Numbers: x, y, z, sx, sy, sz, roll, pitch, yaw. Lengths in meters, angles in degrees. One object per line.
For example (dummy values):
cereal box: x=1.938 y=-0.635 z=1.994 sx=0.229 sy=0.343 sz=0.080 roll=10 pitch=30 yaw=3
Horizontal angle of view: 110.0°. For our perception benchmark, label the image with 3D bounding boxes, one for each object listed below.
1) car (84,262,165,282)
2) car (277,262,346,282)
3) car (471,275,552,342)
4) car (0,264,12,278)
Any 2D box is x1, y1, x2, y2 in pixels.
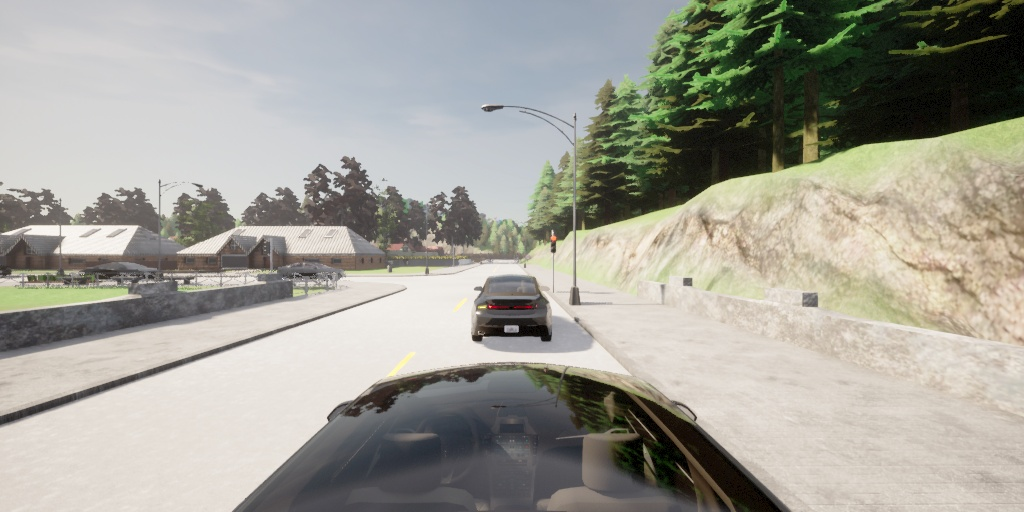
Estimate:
car: x=-30.232 y=1.228 z=28.069 sx=5.008 sy=1.535 sz=1.882 roll=0 pitch=0 yaw=0
car: x=-15.691 y=1.241 z=28.181 sx=4.902 sy=1.511 sz=2.128 roll=0 pitch=0 yaw=0
car: x=-0.009 y=1.255 z=9.801 sx=1.837 sy=1.490 sz=4.892 roll=0 pitch=0 yaw=0
car: x=-48.132 y=1.228 z=32.056 sx=5.008 sy=1.535 sz=1.882 roll=0 pitch=0 yaw=0
